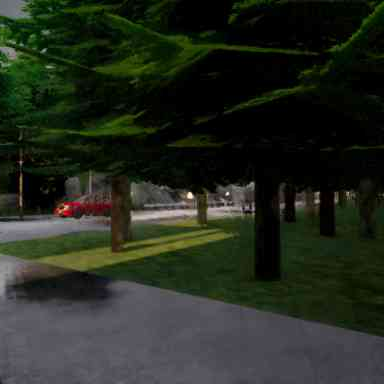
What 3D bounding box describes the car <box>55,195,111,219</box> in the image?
[{"bbox_3d":[-9.490,1.307,30.195,2.150,2.045,5.566,0,0,35],"label":"car"}]
